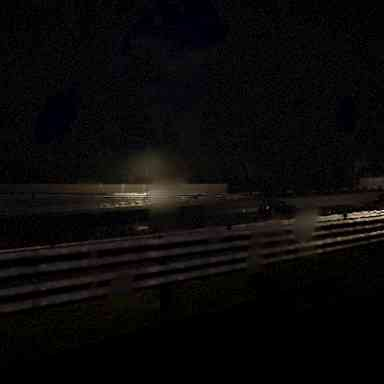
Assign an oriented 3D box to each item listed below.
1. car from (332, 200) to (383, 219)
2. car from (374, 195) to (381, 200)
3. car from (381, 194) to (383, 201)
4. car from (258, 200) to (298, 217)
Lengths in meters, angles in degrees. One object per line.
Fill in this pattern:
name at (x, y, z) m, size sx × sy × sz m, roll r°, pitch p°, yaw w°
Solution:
car at (16.376, 1.850, 33.083) m, size 4.718 × 1.301 × 1.895 m, roll -3°, pitch 2°, yaw -25°
car at (27.191, 0.992, 45.745) m, size 4.892 × 1.490 × 1.837 m, roll -3°, pitch 2°, yaw -25°
car at (26.435, 1.004, 41.548) m, size 4.553 × 1.767 × 2.097 m, roll -3°, pitch 2°, yaw -25°
car at (9.759, 1.659, 37.729) m, size 4.553 × 1.767 × 2.097 m, roll -3°, pitch 2°, yaw -25°
